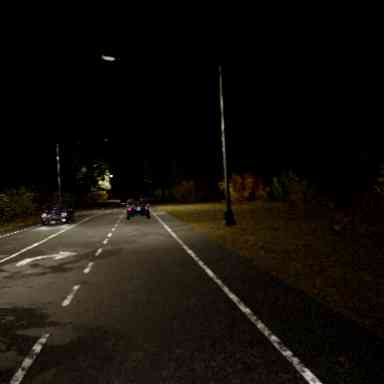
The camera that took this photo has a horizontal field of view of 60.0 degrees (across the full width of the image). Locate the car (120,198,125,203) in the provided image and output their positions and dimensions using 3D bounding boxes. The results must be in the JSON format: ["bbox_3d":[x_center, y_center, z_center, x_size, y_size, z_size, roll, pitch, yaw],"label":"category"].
[{"bbox_3d":[-18.923,2.398,92.369,2.033,1.411,5.357,-3,0,-10],"label":"car"}]

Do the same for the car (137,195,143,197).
[{"bbox_3d":[-15.491,2.041,92.982,2.097,1.767,4.553,-3,0,-10],"label":"car"}]

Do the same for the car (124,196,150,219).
[{"bbox_3d":[-5.251,1.620,32.440,2.097,1.767,4.553,-3,0,-10],"label":"car"}]

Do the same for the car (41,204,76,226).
[{"bbox_3d":[-11.876,1.951,29.752,2.097,1.767,4.553,-3,0,-9],"label":"car"}]
